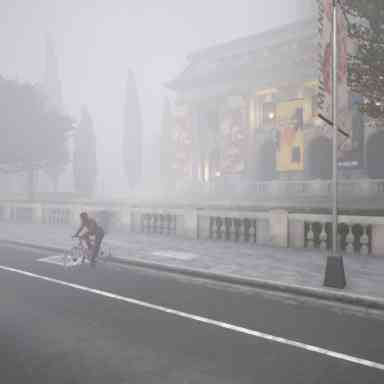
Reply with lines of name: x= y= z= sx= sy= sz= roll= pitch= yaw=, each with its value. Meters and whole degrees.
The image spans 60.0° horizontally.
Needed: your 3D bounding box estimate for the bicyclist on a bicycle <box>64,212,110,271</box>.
bicyclist on a bicycle: x=-3.022 y=1.412 z=9.722 sx=0.582 sy=1.620 sz=1.656 roll=0 pitch=1 yaw=35
